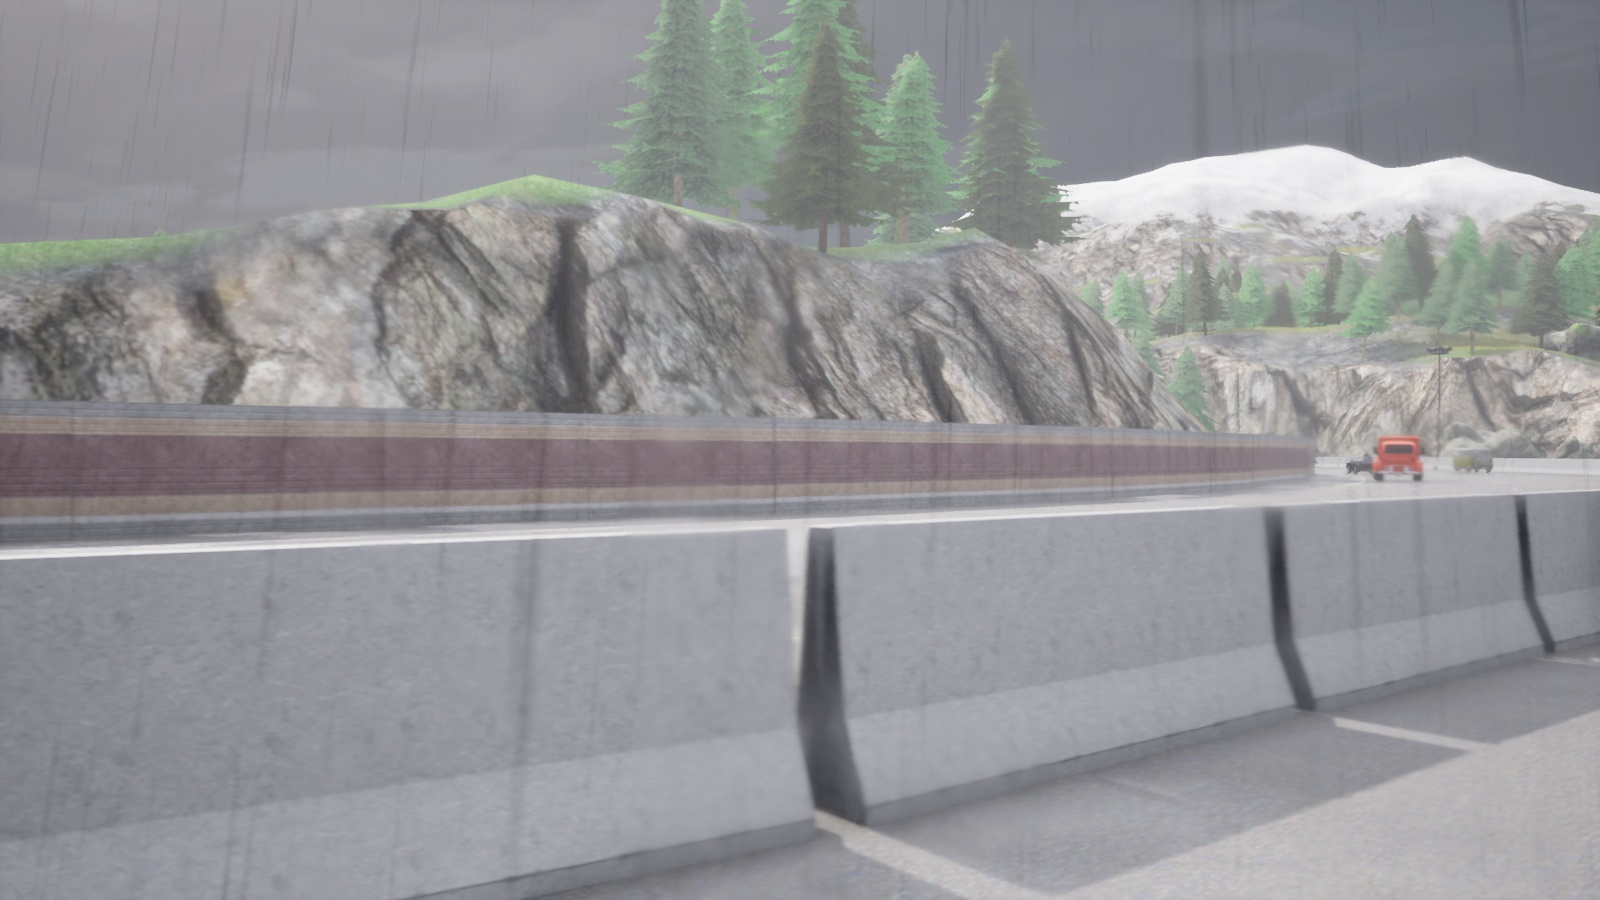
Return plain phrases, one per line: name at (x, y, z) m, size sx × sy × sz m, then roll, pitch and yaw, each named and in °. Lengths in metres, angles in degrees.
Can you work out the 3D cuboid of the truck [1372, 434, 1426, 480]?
truck at (33.013, 0.366, 69.236) m, size 2.627 × 2.467 × 5.204 m, roll 0°, pitch 0°, yaw 25°
